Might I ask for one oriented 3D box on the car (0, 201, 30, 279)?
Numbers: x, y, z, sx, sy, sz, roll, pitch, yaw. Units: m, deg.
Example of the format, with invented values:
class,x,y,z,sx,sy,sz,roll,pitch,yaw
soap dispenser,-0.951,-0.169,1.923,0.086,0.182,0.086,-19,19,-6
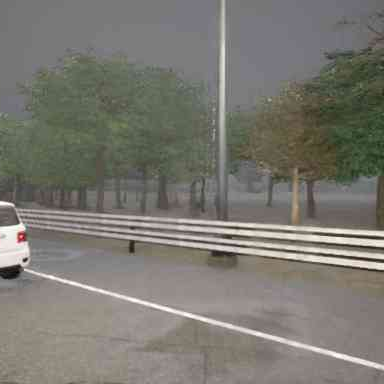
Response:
class,x,y,z,sx,sy,sz,roll,pitch,yaw
car,-6.536,1.229,8.877,5.566,2.045,2.150,0,0,37
